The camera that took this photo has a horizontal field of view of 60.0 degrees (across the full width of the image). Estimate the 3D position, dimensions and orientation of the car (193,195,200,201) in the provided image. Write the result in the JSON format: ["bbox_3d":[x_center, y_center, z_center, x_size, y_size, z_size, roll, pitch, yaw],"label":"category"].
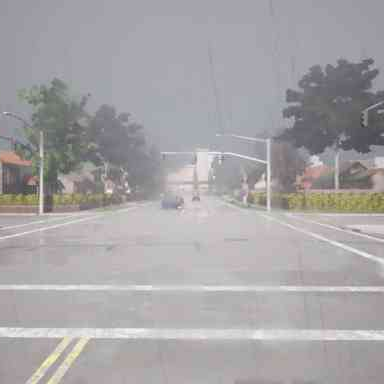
[{"bbox_3d":[1.082,1.514,89.442,1.812,1.442,4.674,0,0,0],"label":"car"}]

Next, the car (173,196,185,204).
[{"bbox_3d":[-2.602,1.547,67.174,2.033,1.411,5.357,0,0,1],"label":"car"}]

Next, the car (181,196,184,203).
[{"bbox_3d":[-2.775,1.352,52.587,2.097,1.767,4.553,0,0,0],"label":"car"}]

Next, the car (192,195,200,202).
[{"bbox_3d":[1.008,1.500,79.044,1.837,1.490,4.892,0,0,0],"label":"car"}]

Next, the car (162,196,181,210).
[{"bbox_3d":[-2.847,1.478,43.235,1.882,1.535,5.008,0,0,0],"label":"car"}]
